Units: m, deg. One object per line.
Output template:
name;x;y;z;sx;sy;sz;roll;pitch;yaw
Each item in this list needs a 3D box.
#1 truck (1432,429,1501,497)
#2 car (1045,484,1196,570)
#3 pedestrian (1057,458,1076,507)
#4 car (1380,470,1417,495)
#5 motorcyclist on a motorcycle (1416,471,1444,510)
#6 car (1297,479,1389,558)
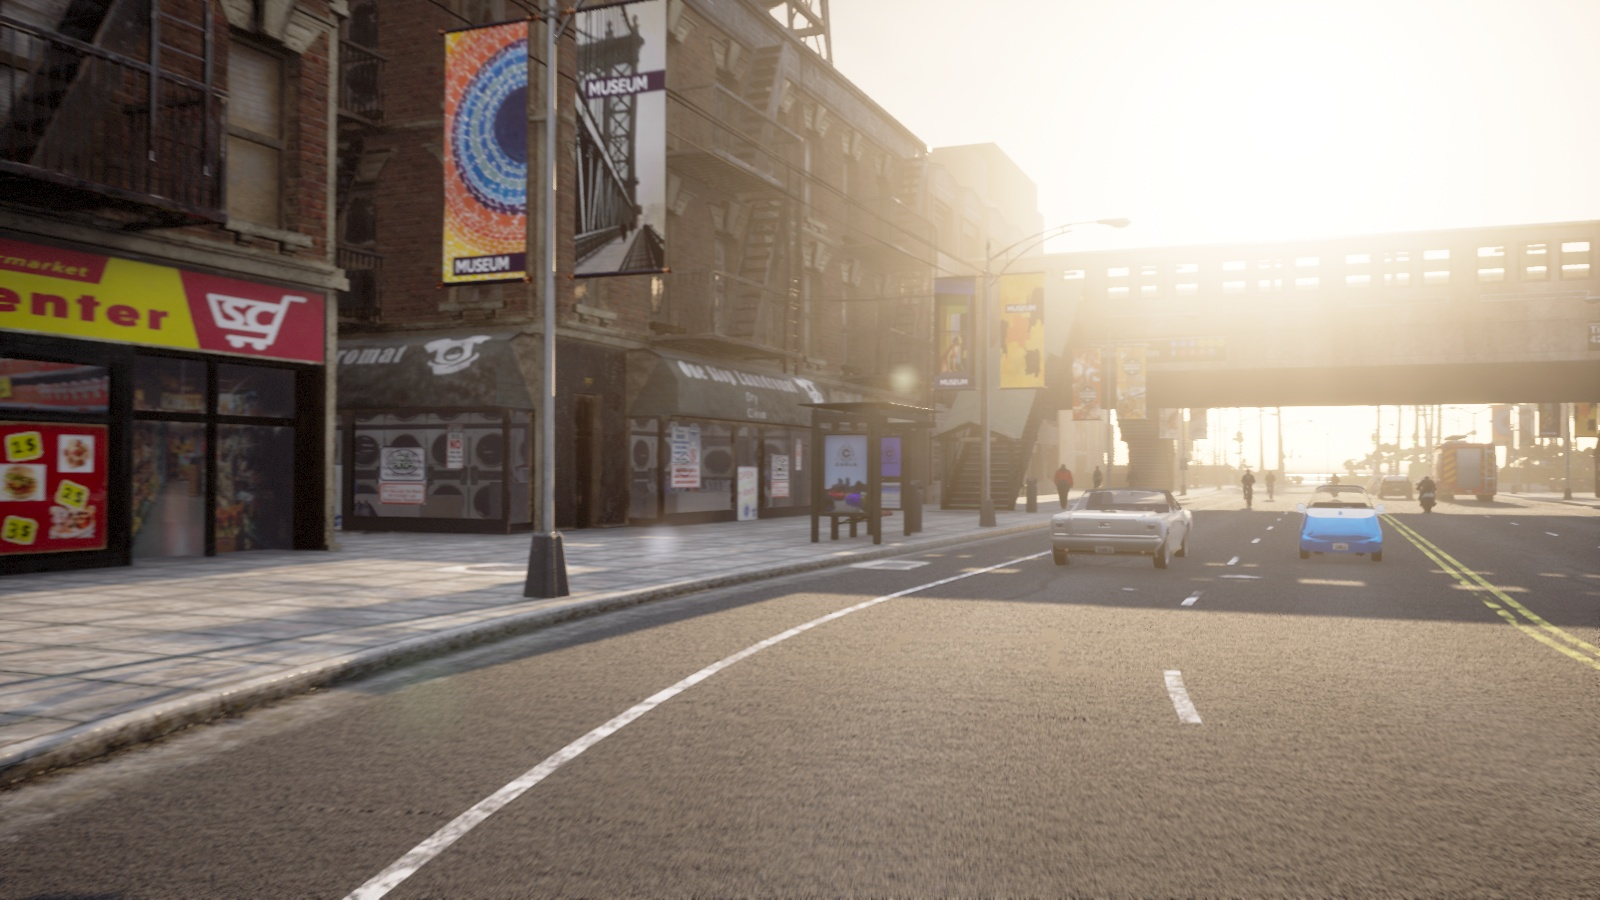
truck;39.981;0.803;75.579;2.891;3.827;8.468;-1;-1;23
car;5.763;1.270;22.154;1.895;1.301;4.718;-1;-1;23
pedestrian;10.111;1.241;47.658;0.634;1.844;0.899;0;-1;17
car;37.867;2.018;79.529;1.882;1.535;5.008;-1;-1;23
motorcyclist on a motorcycle;25.821;1.640;51.507;0.866;1.530;2.191;-1;-1;23
car;10.023;1.231;23.235;1.481;1.376;2.207;-1;-1;23
